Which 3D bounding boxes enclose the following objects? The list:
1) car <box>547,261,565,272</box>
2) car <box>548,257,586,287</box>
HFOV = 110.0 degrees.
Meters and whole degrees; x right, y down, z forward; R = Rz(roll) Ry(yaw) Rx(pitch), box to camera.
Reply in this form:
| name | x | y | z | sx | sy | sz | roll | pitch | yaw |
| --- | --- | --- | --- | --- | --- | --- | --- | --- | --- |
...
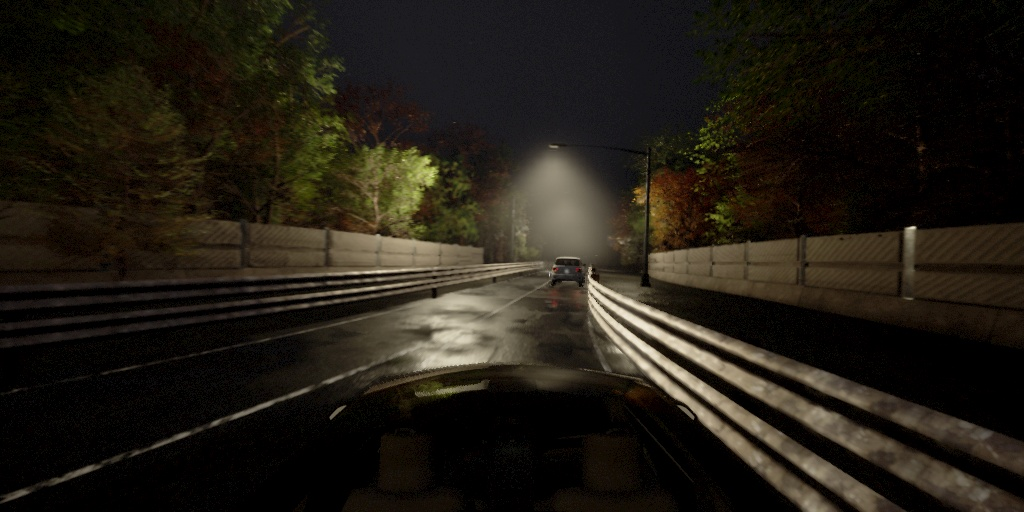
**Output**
| name | x | y | z | sx | sy | sz | roll | pitch | yaw |
| --- | --- | --- | --- | --- | --- | --- | --- | --- | --- |
| car | 6.499 | 1.530 | 52.540 | 2.033 | 1.411 | 5.357 | 2 | 0 | 13 |
| car | 4.218 | 1.094 | 26.491 | 2.150 | 2.045 | 5.566 | 2 | 0 | 13 |
